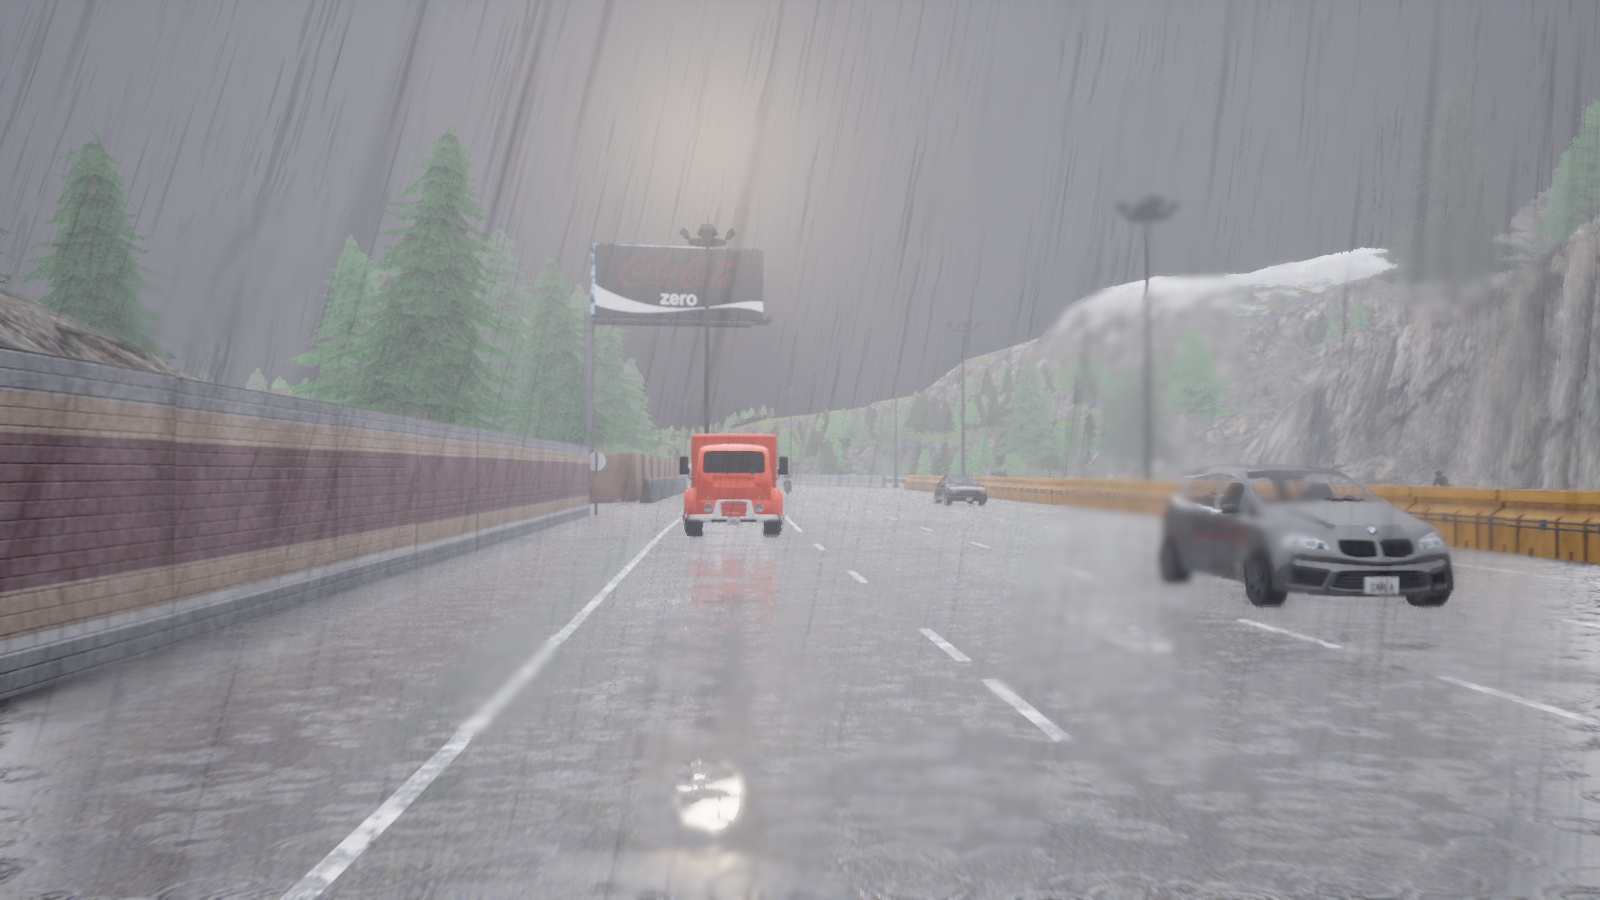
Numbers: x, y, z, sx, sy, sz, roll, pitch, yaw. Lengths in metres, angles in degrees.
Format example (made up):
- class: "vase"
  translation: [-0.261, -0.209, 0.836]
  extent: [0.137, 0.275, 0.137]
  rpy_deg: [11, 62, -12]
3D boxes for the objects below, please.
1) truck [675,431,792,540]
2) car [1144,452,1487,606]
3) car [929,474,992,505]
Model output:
- class: "truck"
  translation: [-1.642, 0.861, 31.047]
  extent: [2.627, 2.467, 5.204]
  rpy_deg: [0, -1, -3]
- class: "car"
  translation: [6.280, 0.903, 16.042]
  extent: [2.242, 1.667, 4.611]
  rpy_deg: [0, -1, -4]
- class: "car"
  translation: [7.490, 1.821, 58.996]
  extent: [2.033, 1.411, 5.357]
  rpy_deg: [0, -1, -3]
